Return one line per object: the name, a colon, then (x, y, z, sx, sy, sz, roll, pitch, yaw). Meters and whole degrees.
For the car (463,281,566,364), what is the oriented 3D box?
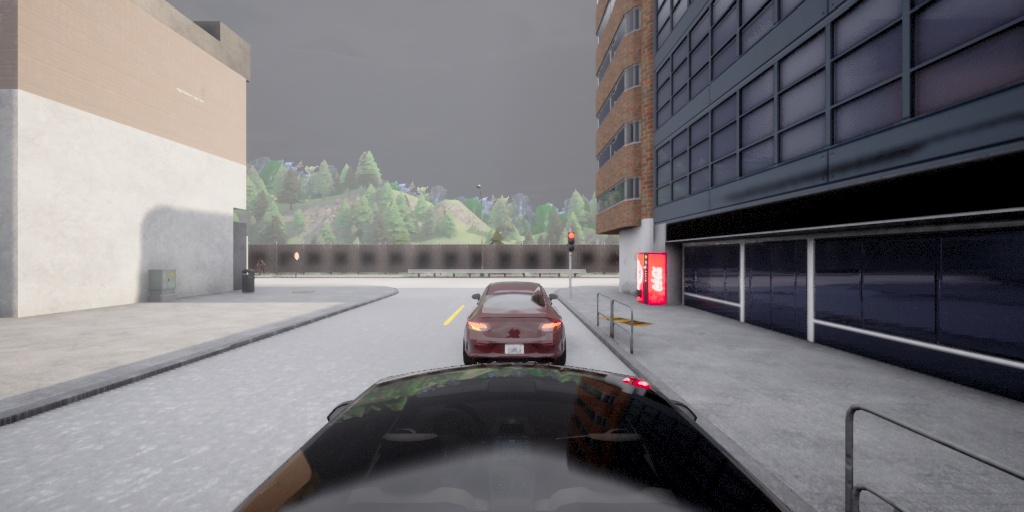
car: (0.059, 1.276, 7.844, 1.812, 1.442, 4.674, 0, 0, 1)

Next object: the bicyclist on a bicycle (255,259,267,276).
bicyclist on a bicycle: (-24.184, 1.099, 34.517, 0.582, 1.620, 1.656, 0, 0, 0)
